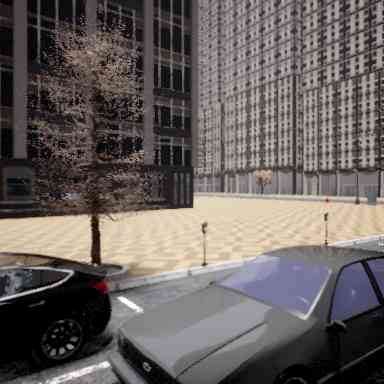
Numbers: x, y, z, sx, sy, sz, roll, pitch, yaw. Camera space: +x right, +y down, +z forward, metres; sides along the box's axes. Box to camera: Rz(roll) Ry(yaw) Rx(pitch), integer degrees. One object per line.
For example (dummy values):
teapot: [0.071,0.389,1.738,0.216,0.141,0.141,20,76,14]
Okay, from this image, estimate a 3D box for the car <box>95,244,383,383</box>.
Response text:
car: [1.697,1.501,4.554,5.357,1.411,2.033,-1,1,-35]

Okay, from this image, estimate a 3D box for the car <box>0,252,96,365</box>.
car: [-3.186,1.567,4.283,4.313,1.339,1.947,-1,1,-35]
